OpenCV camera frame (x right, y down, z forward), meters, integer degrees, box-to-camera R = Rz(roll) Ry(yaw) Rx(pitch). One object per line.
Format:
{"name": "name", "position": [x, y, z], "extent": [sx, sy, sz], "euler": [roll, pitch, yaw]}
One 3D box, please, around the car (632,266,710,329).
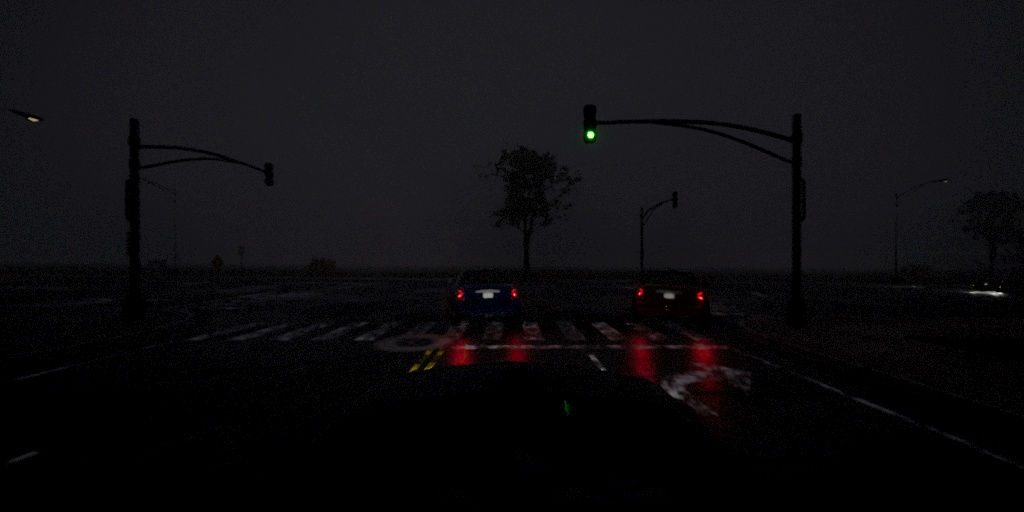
{"name": "car", "position": [5.416, 1.203, 12.088], "extent": [2.097, 1.767, 4.553], "euler": [2, 0, 26]}

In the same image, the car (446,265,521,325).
{"name": "car", "position": [-1.140, 1.174, 12.368], "extent": [2.097, 1.767, 4.553], "euler": [0, 0, -12]}

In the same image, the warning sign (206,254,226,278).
{"name": "warning sign", "position": [-23.501, 0.781, 28.568], "extent": [1.060, 1.860, 1.300], "euler": [0, 0, 1]}

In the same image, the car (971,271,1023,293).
{"name": "car", "position": [34.341, 1.746, 24.420], "extent": [4.181, 1.385, 1.994], "euler": [0, 0, 1]}
